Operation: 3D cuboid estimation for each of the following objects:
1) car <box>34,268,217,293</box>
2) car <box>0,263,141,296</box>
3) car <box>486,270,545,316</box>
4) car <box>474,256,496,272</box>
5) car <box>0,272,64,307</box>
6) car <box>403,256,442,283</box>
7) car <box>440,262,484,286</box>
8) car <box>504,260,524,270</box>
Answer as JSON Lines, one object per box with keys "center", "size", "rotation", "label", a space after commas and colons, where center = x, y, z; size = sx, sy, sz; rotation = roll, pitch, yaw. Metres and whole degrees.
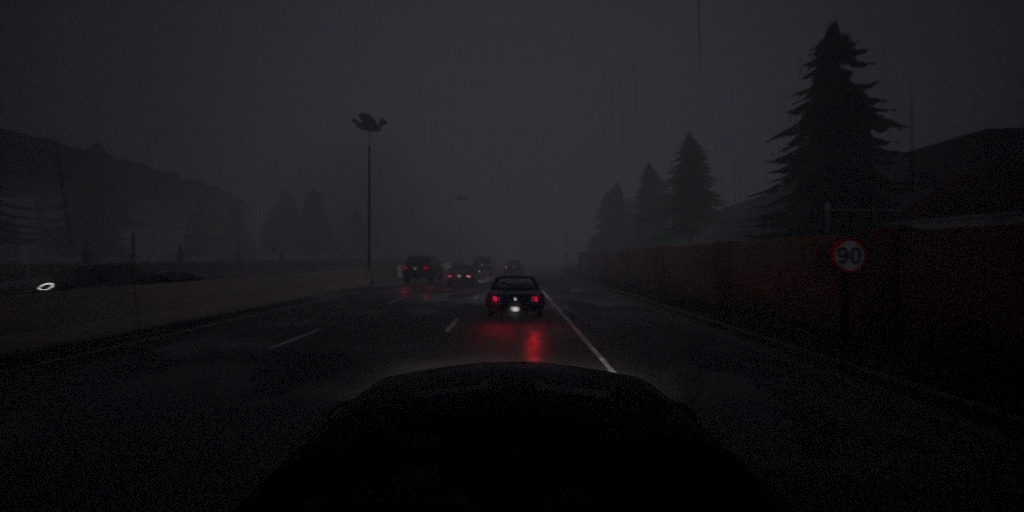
{"center": [-13.992, 1.306, 13.996], "size": [2.033, 1.411, 5.357], "rotation": [0, 0, 0], "label": "car"}
{"center": [-17.575, 1.108, 14.754], "size": [2.097, 1.767, 4.553], "rotation": [0, 0, -1], "label": "car"}
{"center": [0.113, 1.376, 13.434], "size": [1.895, 1.301, 4.718], "rotation": [0, 0, 0], "label": "car"}
{"center": [-3.164, 1.055, 41.702], "size": [2.150, 2.045, 5.566], "rotation": [0, 0, 3], "label": "car"}
{"center": [-20.996, 1.350, 13.681], "size": [1.895, 1.301, 4.718], "rotation": [0, 0, 0], "label": "car"}
{"center": [-6.869, 1.016, 28.212], "size": [2.150, 2.045, 5.566], "rotation": [0, 0, 0], "label": "car"}
{"center": [-3.372, 1.344, 25.398], "size": [2.033, 1.411, 5.357], "rotation": [0, 0, 0], "label": "car"}
{"center": [0.222, 1.180, 38.644], "size": [2.097, 1.767, 4.553], "rotation": [0, 0, 1], "label": "car"}
